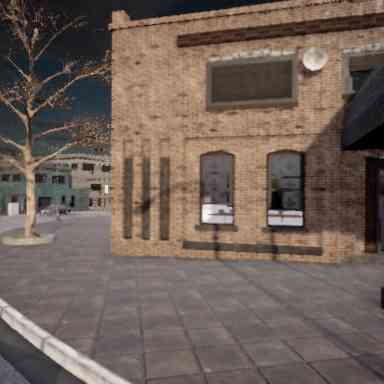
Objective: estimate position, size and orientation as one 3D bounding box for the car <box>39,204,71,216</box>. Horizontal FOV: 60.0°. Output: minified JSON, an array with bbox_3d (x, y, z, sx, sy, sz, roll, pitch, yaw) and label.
[{"bbox_3d":[-18.369,2.438,44.809,2.128,1.511,4.902,0,-1,17],"label":"car"}]
